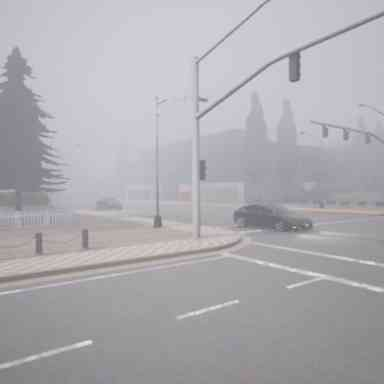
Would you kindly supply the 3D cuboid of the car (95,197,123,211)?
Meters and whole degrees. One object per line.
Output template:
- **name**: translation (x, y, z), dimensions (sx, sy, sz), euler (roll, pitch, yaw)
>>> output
- **car**: translation (-9.592, 1.332, 38.250), dimensions (1.837, 1.490, 4.892), euler (-1, 1, -36)

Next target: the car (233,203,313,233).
- **car**: translation (4.384, 1.406, 18.679), dimensions (1.837, 1.490, 4.892), euler (-1, 1, -36)
